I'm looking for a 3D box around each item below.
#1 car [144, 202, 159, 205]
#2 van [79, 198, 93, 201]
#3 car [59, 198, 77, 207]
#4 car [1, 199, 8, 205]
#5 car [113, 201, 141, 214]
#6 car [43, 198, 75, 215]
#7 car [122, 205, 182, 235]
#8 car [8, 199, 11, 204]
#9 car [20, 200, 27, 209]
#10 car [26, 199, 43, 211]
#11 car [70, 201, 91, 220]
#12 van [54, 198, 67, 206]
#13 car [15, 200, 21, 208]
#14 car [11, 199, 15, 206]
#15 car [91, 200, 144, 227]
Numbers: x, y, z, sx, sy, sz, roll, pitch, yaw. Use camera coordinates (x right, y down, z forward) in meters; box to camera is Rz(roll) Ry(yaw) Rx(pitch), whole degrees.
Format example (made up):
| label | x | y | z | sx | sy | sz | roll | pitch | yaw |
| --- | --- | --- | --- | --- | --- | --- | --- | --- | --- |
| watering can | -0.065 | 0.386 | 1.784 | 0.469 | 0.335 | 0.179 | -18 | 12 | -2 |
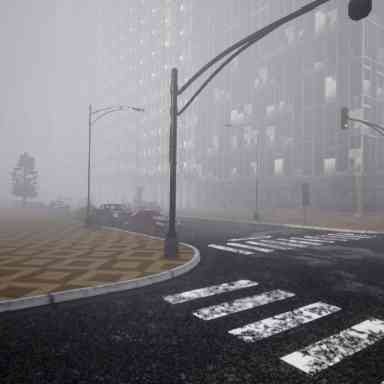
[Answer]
| label | x | y | z | sx | sy | sz | roll | pitch | yaw |
| --- | --- | --- | --- | --- | --- | --- | --- | --- | --- |
| car | -5.130 | 1.833 | 38.158 | 1.967 | 1.590 | 4.097 | 1 | -1 | -35 |
| van | -18.154 | 1.953 | 56.792 | 1.690 | 1.788 | 3.998 | 1 | -1 | -35 |
| car | -24.666 | 2.036 | 66.109 | 2.192 | 1.841 | 5.009 | 1 | -1 | -35 |
| car | -41.302 | 2.287 | 75.282 | 2.008 | 1.369 | 4.403 | 1 | -1 | -35 |
| car | -8.483 | 1.974 | 42.954 | 1.752 | 1.417 | 4.829 | 1 | -1 | -35 |
| car | -15.255 | 1.739 | 38.017 | 1.967 | 1.590 | 4.097 | 1 | -1 | -35 |
| car | -2.232 | 1.662 | 19.382 | 1.802 | 1.307 | 4.206 | 1 | -1 | -35 |
| car | -34.791 | 2.209 | 65.965 | 1.802 | 1.307 | 4.206 | 1 | -1 | -35 |
| car | -25.023 | 2.029 | 51.990 | 1.947 | 1.339 | 4.313 | 1 | -1 | -35 |
| car | -21.767 | 1.959 | 47.332 | 2.008 | 1.369 | 4.403 | 1 | -1 | -35 |
| car | -8.646 | 1.713 | 28.560 | 1.752 | 1.417 | 4.829 | 1 | -1 | -35 |
| van | -27.921 | 2.117 | 70.767 | 1.690 | 1.788 | 3.998 | 1 | -1 | -35 |
| car | -28.278 | 2.062 | 56.649 | 1.887 | 1.381 | 4.507 | 1 | -1 | -35 |
| car | -31.535 | 2.123 | 61.307 | 2.008 | 1.369 | 4.403 | 1 | -1 | -35 |
| car | -5.487 | 1.575 | 24.042 | 1.967 | 1.590 | 4.097 | 1 | -1 | -35 |
